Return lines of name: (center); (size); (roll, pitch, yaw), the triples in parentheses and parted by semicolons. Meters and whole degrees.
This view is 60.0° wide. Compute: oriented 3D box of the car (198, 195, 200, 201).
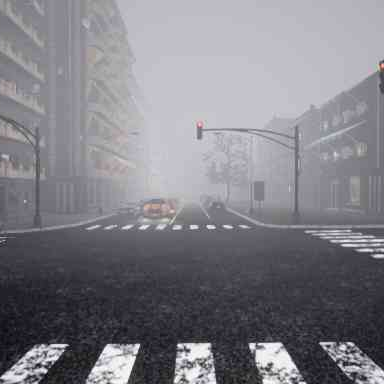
car: (2.663, 1.270, 74.451); (2.192, 1.841, 5.009); (0, 0, 0)

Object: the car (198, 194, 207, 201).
car: (2.661, 1.385, 85.518); (1.967, 1.590, 4.097); (0, 0, 0)

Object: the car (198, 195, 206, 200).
car: (2.661, 1.483, 91.051); (1.887, 1.381, 4.507); (0, 0, 0)

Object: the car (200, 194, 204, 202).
car: (2.671, 1.413, 52.318); (1.967, 1.590, 4.097); (0, 0, 0)

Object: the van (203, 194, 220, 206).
van: (2.673, 1.322, 41.250); (1.690, 1.788, 3.998); (0, 0, 0)

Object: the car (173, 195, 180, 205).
car: (-3.077, 1.534, 56.938); (1.994, 1.385, 4.181); (0, 0, 0)

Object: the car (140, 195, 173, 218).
car: (-3.106, 1.339, 30.014); (2.097, 1.767, 4.553); (0, 0, 0)

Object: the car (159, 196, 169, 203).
car: (-5.713, 1.542, 68.923); (1.802, 1.307, 4.206); (0, 0, 0)

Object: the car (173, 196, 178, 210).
car: (-3.106, 1.545, 41.467); (1.994, 1.385, 4.181); (0, 0, 0)

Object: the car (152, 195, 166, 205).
car: (-5.712, 1.409, 57.855); (1.967, 1.590, 4.097); (0, 0, 0)

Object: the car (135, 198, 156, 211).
car: (-5.705, 1.526, 41.255); (1.887, 1.381, 4.507); (0, 0, 0)

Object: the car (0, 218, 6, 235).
car: (-10.778, 1.623, 14.257); (4.902, 1.511, 2.128); (-1, 1, -13)

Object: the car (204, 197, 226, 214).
car: (2.677, 1.550, 35.717); (1.947, 1.339, 4.313); (0, 0, 0)

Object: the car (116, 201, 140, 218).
car: (-5.703, 1.538, 30.188); (2.008, 1.369, 4.403); (0, 0, 0)

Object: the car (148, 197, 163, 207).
car: (-5.709, 1.555, 52.322); (1.802, 1.307, 4.206); (0, 0, 0)
